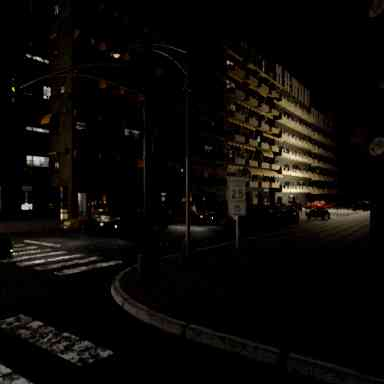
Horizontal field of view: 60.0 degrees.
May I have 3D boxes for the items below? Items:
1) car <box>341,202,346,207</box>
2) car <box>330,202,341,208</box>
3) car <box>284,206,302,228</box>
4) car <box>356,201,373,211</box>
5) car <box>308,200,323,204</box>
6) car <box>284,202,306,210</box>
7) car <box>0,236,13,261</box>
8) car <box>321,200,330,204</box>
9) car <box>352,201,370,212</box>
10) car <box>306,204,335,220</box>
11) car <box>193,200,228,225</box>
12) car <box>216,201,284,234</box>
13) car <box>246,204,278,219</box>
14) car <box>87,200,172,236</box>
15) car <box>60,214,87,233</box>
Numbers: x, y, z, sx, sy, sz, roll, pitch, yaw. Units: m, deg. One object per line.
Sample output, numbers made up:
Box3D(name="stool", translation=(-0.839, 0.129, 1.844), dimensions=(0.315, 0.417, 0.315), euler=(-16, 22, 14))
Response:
Box3D(name="car", translation=(39.235, 3.282, 87.135), dimensions=(1.947, 1.339, 4.313), euler=(-1, -2, 35))
Box3D(name="car", translation=(32.752, 3.067, 77.844), dimensions=(1.887, 1.381, 4.507), euler=(-1, -2, 35))
Box3D(name="car", translation=(7.228, 2.043, 26.669), dimensions=(1.887, 1.381, 4.507), euler=(-1, -2, 35))
Box3D(name="car", translation=(33.150, 2.621, 63.834), dimensions=(2.192, 1.841, 5.009), euler=(-1, -2, 35))
Box3D(name="car", translation=(23.031, 2.771, 63.910), dimensions=(1.887, 1.381, 4.507), euler=(-1, -2, 35))
Box3D(name="car", translation=(9.863, 2.144, 34.892), dimensions=(2.128, 1.511, 4.902), euler=(0, -1, 35))
Box3D(name="car", translation=(-7.800, 1.596, 9.573), dimensions=(1.837, 1.490, 4.892), euler=(0, -1, 35))
Box3D(name="car", translation=(26.270, 2.640, 68.559), dimensions=(2.192, 1.841, 5.009), euler=(-1, -2, 35))
Box3D(name="car", translation=(29.909, 2.522, 59.188), dimensions=(2.192, 1.841, 5.009), euler=(-1, -2, 35))
Box3D(name="car", translation=(13.709, 2.284, 35.957), dimensions=(1.802, 1.307, 4.206), euler=(-1, -2, 35))
Box3D(name="car", translation=(2.342, 1.728, 29.707), dimensions=(2.150, 2.045, 5.566), euler=(0, -1, 34))
Box3D(name="car", translation=(3.987, 1.711, 22.030), dimensions=(2.192, 1.841, 5.009), euler=(-1, -2, 35))
Box3D(name="car", translation=(8.068, 2.191, 37.889), dimensions=(1.837, 1.490, 4.892), euler=(0, -1, 35))
Box3D(name="car", translation=(-3.566, 1.541, 21.237), dimensions=(2.150, 2.045, 5.566), euler=(0, -1, 35))
Box3D(name="car", translation=(-6.231, 1.834, 21.965), dimensions=(1.752, 1.417, 4.829), euler=(-1, -2, 35))
